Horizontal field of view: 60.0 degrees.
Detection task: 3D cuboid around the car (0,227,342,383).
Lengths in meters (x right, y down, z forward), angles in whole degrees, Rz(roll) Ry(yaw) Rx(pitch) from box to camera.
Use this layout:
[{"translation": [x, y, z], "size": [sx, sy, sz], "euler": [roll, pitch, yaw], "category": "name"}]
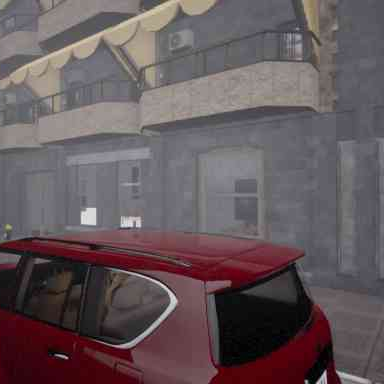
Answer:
[{"translation": [-1.113, 1.315, 3.530], "size": [5.009, 1.841, 2.192], "euler": [0, 0, 36], "category": "car"}]
